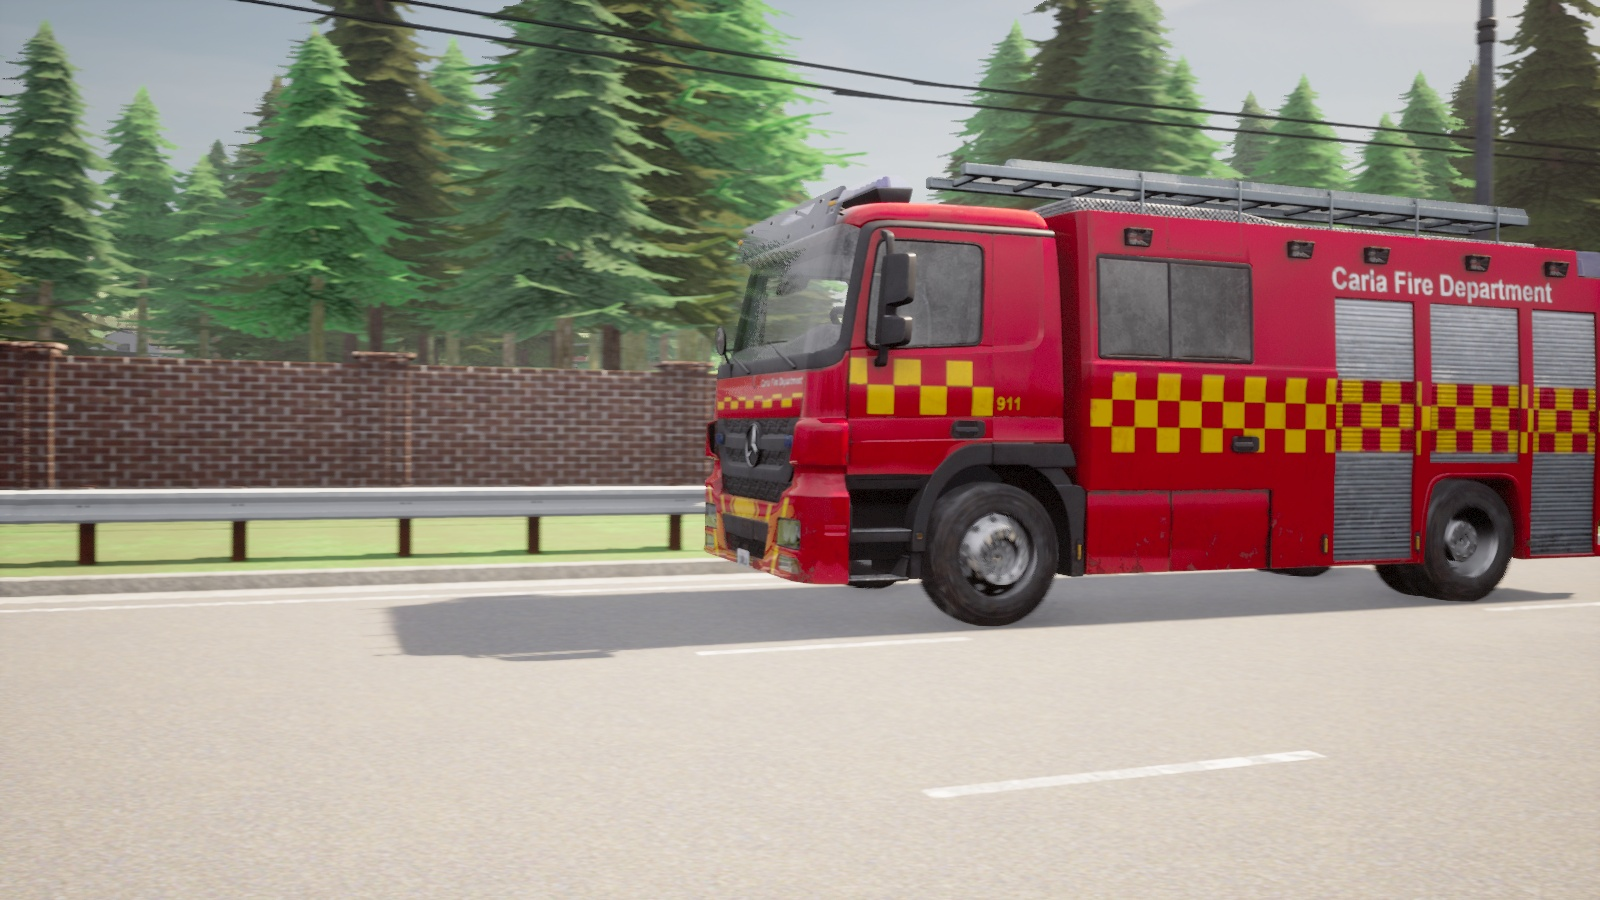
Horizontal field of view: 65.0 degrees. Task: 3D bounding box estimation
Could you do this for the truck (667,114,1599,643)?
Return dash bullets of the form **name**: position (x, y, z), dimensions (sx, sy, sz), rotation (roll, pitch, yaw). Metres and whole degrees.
- **truck**: position (3.242, -0.597, 11.943), dimensions (8.468, 3.827, 2.891), rotation (-1, 1, -21)
